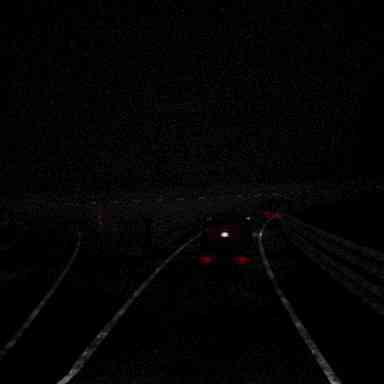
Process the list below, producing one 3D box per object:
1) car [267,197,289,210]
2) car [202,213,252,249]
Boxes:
[{"bbox_3d":[10.208,1.277,38.976,2.128,1.511,4.902,-2,0,29],"label":"car"},{"bbox_3d":[1.649,1.616,14.828,1.994,1.385,4.181,-2,0,11],"label":"car"}]
